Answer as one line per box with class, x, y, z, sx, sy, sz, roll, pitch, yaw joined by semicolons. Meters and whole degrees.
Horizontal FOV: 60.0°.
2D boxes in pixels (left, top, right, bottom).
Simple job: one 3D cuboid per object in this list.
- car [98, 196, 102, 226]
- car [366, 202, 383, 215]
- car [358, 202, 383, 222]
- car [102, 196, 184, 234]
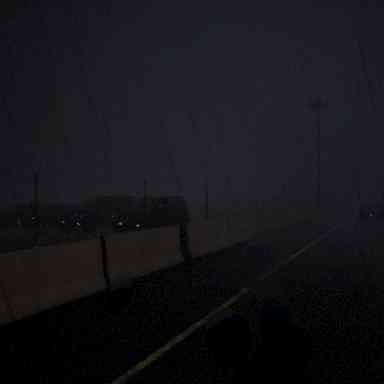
car;-5.602;1.276;20.402;2.150;2.045;5.566;0;0;30
car;21.369;1.856;38.588;1.895;1.301;4.718;0;-1;30
car;14.732;1.588;27.150;2.128;1.511;4.902;0;-1;30
car;-2.236;1.259;19.228;2.150;2.045;5.566;0;0;30
